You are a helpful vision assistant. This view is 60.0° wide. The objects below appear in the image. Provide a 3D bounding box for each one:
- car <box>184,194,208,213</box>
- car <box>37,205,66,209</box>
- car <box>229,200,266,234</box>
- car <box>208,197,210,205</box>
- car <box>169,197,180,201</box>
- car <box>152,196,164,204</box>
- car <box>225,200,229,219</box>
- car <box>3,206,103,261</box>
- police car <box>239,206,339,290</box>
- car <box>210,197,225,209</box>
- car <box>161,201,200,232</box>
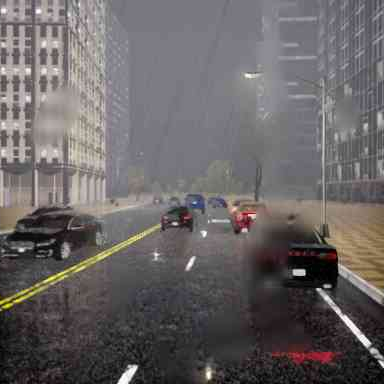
[{"bbox_3d":[0.308,1.217,36.434,2.150,2.045,5.566,0,0,1],"label":"car"},{"bbox_3d":[-7.590,1.502,18.124,1.837,1.490,4.892,0,0,5],"label":"car"},{"bbox_3d":[3.420,1.348,19.260,2.097,1.767,4.553,0,0,5],"label":"car"},{"bbox_3d":[3.743,1.534,59.148,1.812,1.442,4.674,0,0,-2],"label":"car"},{"bbox_3d":[-2.902,1.532,55.522,1.812,1.442,4.674,0,0,-1],"label":"car"},{"bbox_3d":[-6.255,1.503,61.485,2.128,1.511,4.902,0,0,-1],"label":"car"},{"bbox_3d":[3.880,1.348,25.337,2.097,1.767,4.553,0,0,4],"label":"car"},{"bbox_3d":[-4.879,1.502,12.411,1.837,1.490,4.892,0,0,6],"label":"car"},{"bbox_3d":[2.451,1.424,9.287,1.930,1.638,5.238,0,0,6],"label":"police car"},{"bbox_3d":[3.793,1.526,45.628,1.812,1.442,4.674,0,0,1],"label":"car"},{"bbox_3d":[-0.699,1.523,20.041,1.812,1.442,4.674,0,0,5],"label":"car"}]
